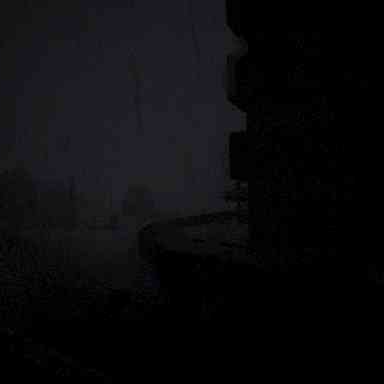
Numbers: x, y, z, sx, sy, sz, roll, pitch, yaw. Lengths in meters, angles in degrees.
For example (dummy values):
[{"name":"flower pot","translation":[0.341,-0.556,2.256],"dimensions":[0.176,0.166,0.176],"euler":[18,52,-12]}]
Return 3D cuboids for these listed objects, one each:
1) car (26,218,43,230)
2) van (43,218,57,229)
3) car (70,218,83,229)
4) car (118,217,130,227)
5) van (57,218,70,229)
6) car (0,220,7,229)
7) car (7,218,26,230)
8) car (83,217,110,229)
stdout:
[{"name":"car","translation":[-27.608,5.272,53.642],"dimensions":[5.366,1.575,1.946],"euler":[0,-6,5]},{"name":"van","translation":[-26.007,5.338,56.357],"dimensions":[4.442,1.987,1.878],"euler":[-1,-6,6]},{"name":"car","translation":[-23.523,6.144,61.771],"dimensions":[4.892,1.521,2.231],"euler":[-1,-6,6]},{"name":"car","translation":[-19.579,8.644,91.635],"dimensions":[2.163,1.488,4.792],"euler":[0,1,10]},{"name":"van","translation":[-24.710,5.629,59.078],"dimensions":[4.442,1.987,1.878],"euler":[0,-6,6]},{"name":"car","translation":[-30.007,4.733,48.178],"dimensions":[4.674,1.452,2.002],"euler":[0,-6,5]},{"name":"car","translation":[-28.724,5.024,50.906],"dimensions":[4.674,1.452,2.002],"euler":[0,-6,5]},{"name":"car","translation":[-19.666,6.762,69.942],"dimensions":[5.566,2.045,2.435],"euler":[0,-6,6]}]
